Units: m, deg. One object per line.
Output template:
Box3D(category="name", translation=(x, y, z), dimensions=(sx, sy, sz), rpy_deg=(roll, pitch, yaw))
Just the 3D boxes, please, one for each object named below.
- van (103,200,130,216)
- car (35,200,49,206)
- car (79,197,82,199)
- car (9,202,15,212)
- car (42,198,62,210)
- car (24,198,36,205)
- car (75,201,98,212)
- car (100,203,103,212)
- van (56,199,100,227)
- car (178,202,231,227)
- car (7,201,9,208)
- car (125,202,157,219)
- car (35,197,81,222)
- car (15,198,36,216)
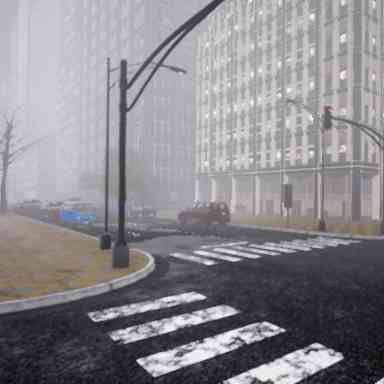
Box3D(category="van", translation=(-8.602, 1.828, 39.108), dimensions=(1.690, 1.788, 3.998), rpy_deg=(1, -1, -36))
Box3D(category="car", translation=(-32.161, 2.336, 71.289), dimensions=(1.947, 1.339, 4.313), rpy_deg=(1, -1, -36))
Box3D(category="car", translation=(-16.395, 1.739, 45.285), dimensions=(2.150, 2.045, 5.566), rpy_deg=(1, -1, -36))
Box3D(category="car", translation=(-22.099, 1.886, 43.358), dimensions=(1.967, 1.590, 4.097), rpy_deg=(1, -1, -36))
Box3D(category="car", translation=(-22.675, 1.944, 53.789), dimensions=(2.097, 1.767, 4.553), rpy_deg=(1, -1, -36))
Box3D(category="car", translation=(-40.880, 2.355, 83.734), dimensions=(1.882, 1.535, 5.008), rpy_deg=(1, -1, -36))
Box3D(category="car", translation=(-15.434, 2.096, 48.439), dimensions=(1.752, 1.417, 4.829), rpy_deg=(1, -1, -36))
Box3D(category="car", translation=(-11.968, 2.095, 43.704), dimensions=(1.947, 1.339, 4.313), rpy_deg=(1, -1, -36))
Box3D(category="van", translation=(-8.637, 1.621, 24.969), dimensions=(1.690, 1.788, 3.998), rpy_deg=(1, -1, -36))
Box3D(category="car", translation=(0.912, 1.683, 26.110), dimensions=(2.192, 1.841, 5.009), rpy_deg=(1, -1, -36))
Box3D(category="car", translation=(-32.196, 2.150, 57.150), dimensions=(1.802, 1.307, 4.206), rpy_deg=(1, -1, -36))
Box3D(category="car", translation=(-5.237, 1.996, 34.508), dimensions=(2.008, 1.369, 4.403), rpy_deg=(1, -1, -36))
Box3D(category="car", translation=(-12.002, 1.637, 29.567), dimensions=(2.192, 1.841, 5.009), rpy_deg=(1, -1, -36))
Box3D(category="car", translation=(-18.733, 1.721, 38.762), dimensions=(2.192, 1.841, 5.009), rpy_deg=(1, -1, -36))
